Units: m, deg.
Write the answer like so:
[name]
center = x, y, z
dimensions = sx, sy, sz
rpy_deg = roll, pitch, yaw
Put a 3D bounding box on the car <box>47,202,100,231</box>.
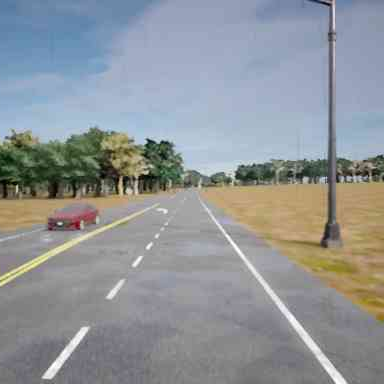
[car]
center = -7.075, 1.410, 20.266
dimensions = 1.882, 1.535, 5.008
rpy_deg = 0, 0, 0
